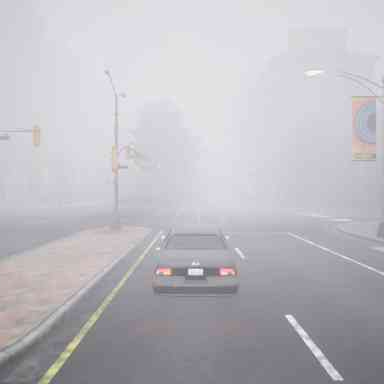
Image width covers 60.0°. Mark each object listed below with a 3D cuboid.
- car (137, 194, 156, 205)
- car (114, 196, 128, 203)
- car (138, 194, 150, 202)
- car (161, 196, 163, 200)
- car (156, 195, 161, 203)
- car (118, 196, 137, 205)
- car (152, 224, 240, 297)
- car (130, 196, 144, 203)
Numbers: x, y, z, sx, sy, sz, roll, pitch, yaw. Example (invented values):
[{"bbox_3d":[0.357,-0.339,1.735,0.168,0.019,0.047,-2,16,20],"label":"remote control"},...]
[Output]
[{"bbox_3d":[-8.014,1.563,58.910,1.994,1.385,4.181,0,0,1],"label":"car"},{"bbox_3d":[-14.680,1.594,69.396,1.895,1.301,4.718,0,0,0],"label":"car"},{"bbox_3d":[-11.421,1.354,79.526,2.097,1.767,4.553,0,0,0],"label":"car"},{"bbox_3d":[-7.922,1.499,77.757,1.837,1.490,4.892,0,0,0],"label":"car"},{"bbox_3d":[-7.951,1.525,67.428,1.812,1.442,4.674,0,0,1],"label":"car"},{"bbox_3d":[-11.509,1.491,59.594,2.128,1.511,4.902,0,0,0],"label":"car"},{"bbox_3d":[0.083,1.547,8.752,2.033,1.411,5.357,0,0,0],"label":"car"},{"bbox_3d":[-11.431,1.525,69.515,2.128,1.511,4.902,0,0,0],"label":"car"}]
